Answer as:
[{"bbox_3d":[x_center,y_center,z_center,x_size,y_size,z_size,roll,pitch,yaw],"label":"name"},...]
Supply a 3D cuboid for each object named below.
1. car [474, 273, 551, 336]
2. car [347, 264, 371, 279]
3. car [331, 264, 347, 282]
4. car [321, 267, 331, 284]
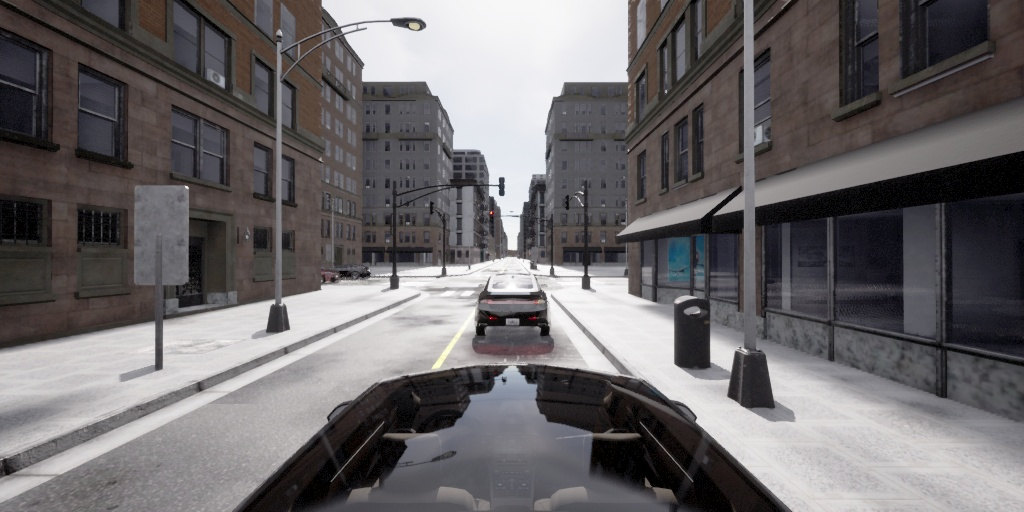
[{"bbox_3d":[0.025,1.242,10.362,2.128,1.511,4.902,0,0,0],"label":"car"},{"bbox_3d":[-14.676,1.330,31.579,4.313,1.339,1.948,0,0,0],"label":"car"},{"bbox_3d":[-14.734,1.300,26.096,4.181,1.385,1.994,0,0,0],"label":"car"},{"bbox_3d":[-14.706,1.289,23.552,4.313,1.339,1.948,0,0,0],"label":"car"}]
